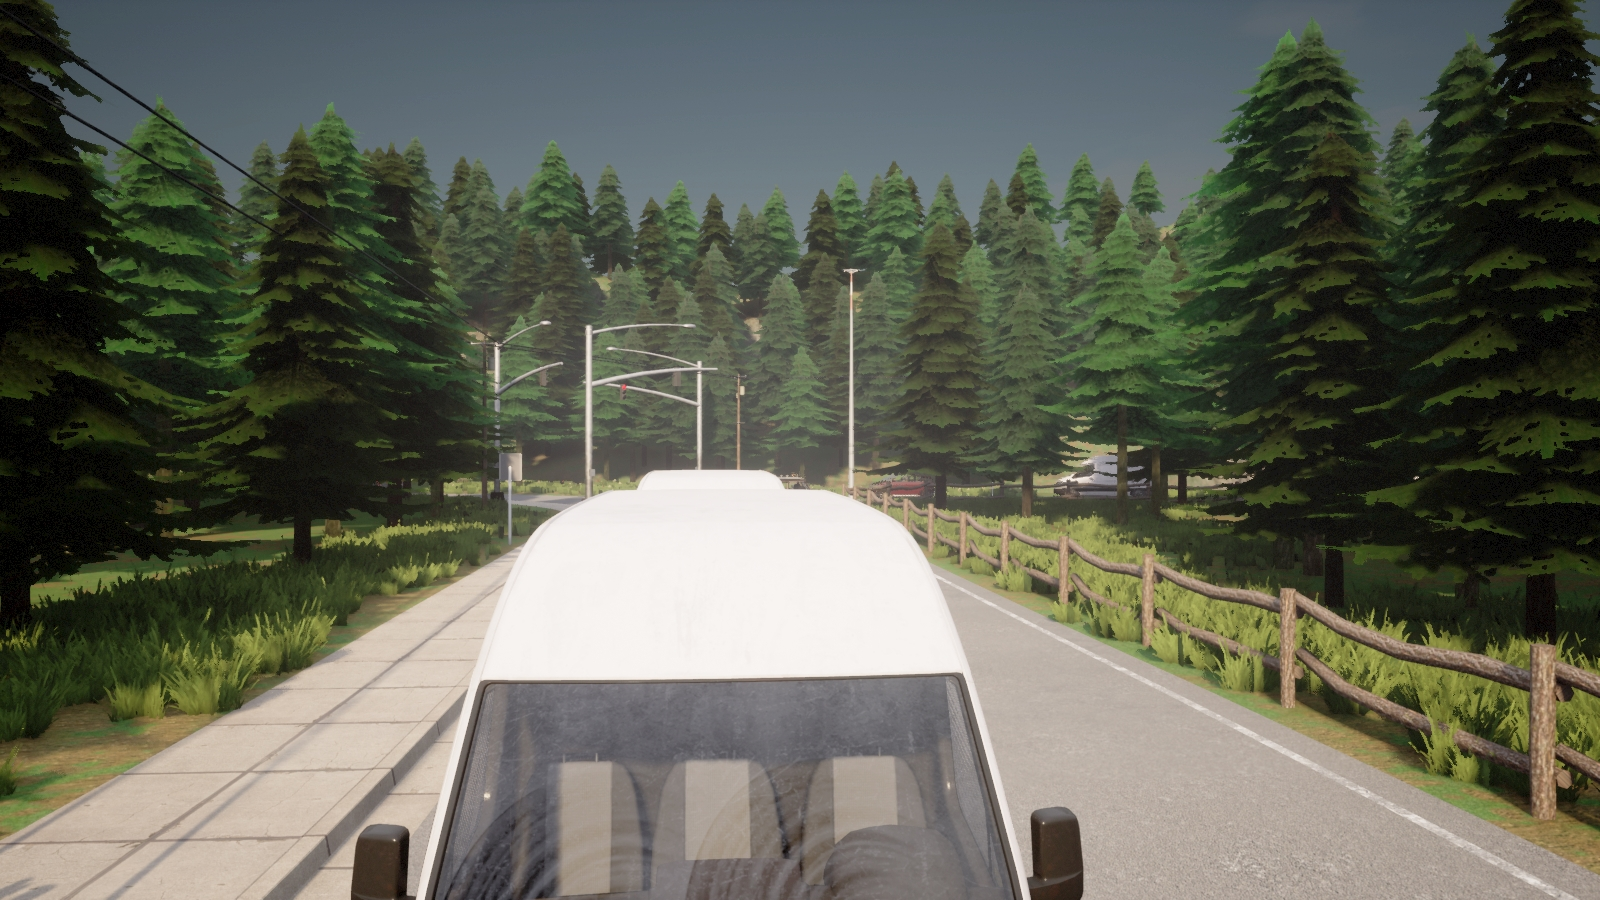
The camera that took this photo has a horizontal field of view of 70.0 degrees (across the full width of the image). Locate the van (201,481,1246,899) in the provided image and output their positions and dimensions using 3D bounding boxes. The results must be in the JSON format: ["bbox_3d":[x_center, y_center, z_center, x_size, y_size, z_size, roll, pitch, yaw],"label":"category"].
[{"bbox_3d":[-0.345,1.499,5.128,1.988,2.561,5.915,0,0,-5],"label":"van"}]
